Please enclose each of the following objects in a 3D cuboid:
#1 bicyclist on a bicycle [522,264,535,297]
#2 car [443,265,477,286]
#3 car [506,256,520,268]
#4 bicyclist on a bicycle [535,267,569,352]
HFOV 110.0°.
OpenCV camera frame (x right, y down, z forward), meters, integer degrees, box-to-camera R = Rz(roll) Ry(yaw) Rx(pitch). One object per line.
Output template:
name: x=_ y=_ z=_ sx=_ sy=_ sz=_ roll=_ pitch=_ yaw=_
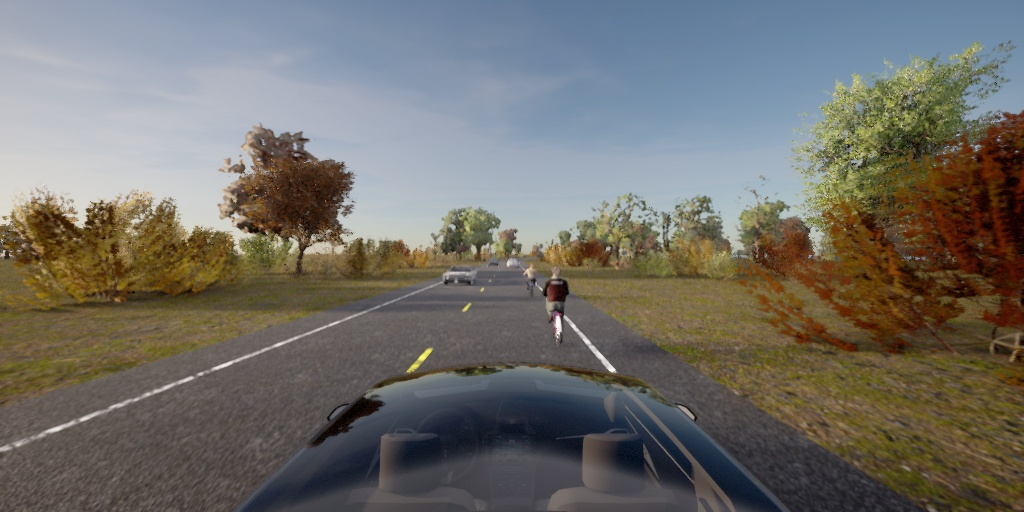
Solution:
bicyclist on a bicycle: x=0.938 y=1.182 z=17.804 sx=0.866 sy=1.612 sz=1.509 roll=0 pitch=0 yaw=0
car: x=-3.603 y=1.342 z=25.392 sx=1.895 sy=1.301 sz=4.718 roll=0 pitch=0 yaw=0
car: x=0.097 y=1.222 z=58.352 sx=1.812 sy=1.442 sz=4.674 roll=0 pitch=0 yaw=0
bicyclist on a bicycle: x=0.964 y=1.120 z=8.043 sx=0.659 sy=1.776 sz=1.843 roll=0 pitch=0 yaw=0
